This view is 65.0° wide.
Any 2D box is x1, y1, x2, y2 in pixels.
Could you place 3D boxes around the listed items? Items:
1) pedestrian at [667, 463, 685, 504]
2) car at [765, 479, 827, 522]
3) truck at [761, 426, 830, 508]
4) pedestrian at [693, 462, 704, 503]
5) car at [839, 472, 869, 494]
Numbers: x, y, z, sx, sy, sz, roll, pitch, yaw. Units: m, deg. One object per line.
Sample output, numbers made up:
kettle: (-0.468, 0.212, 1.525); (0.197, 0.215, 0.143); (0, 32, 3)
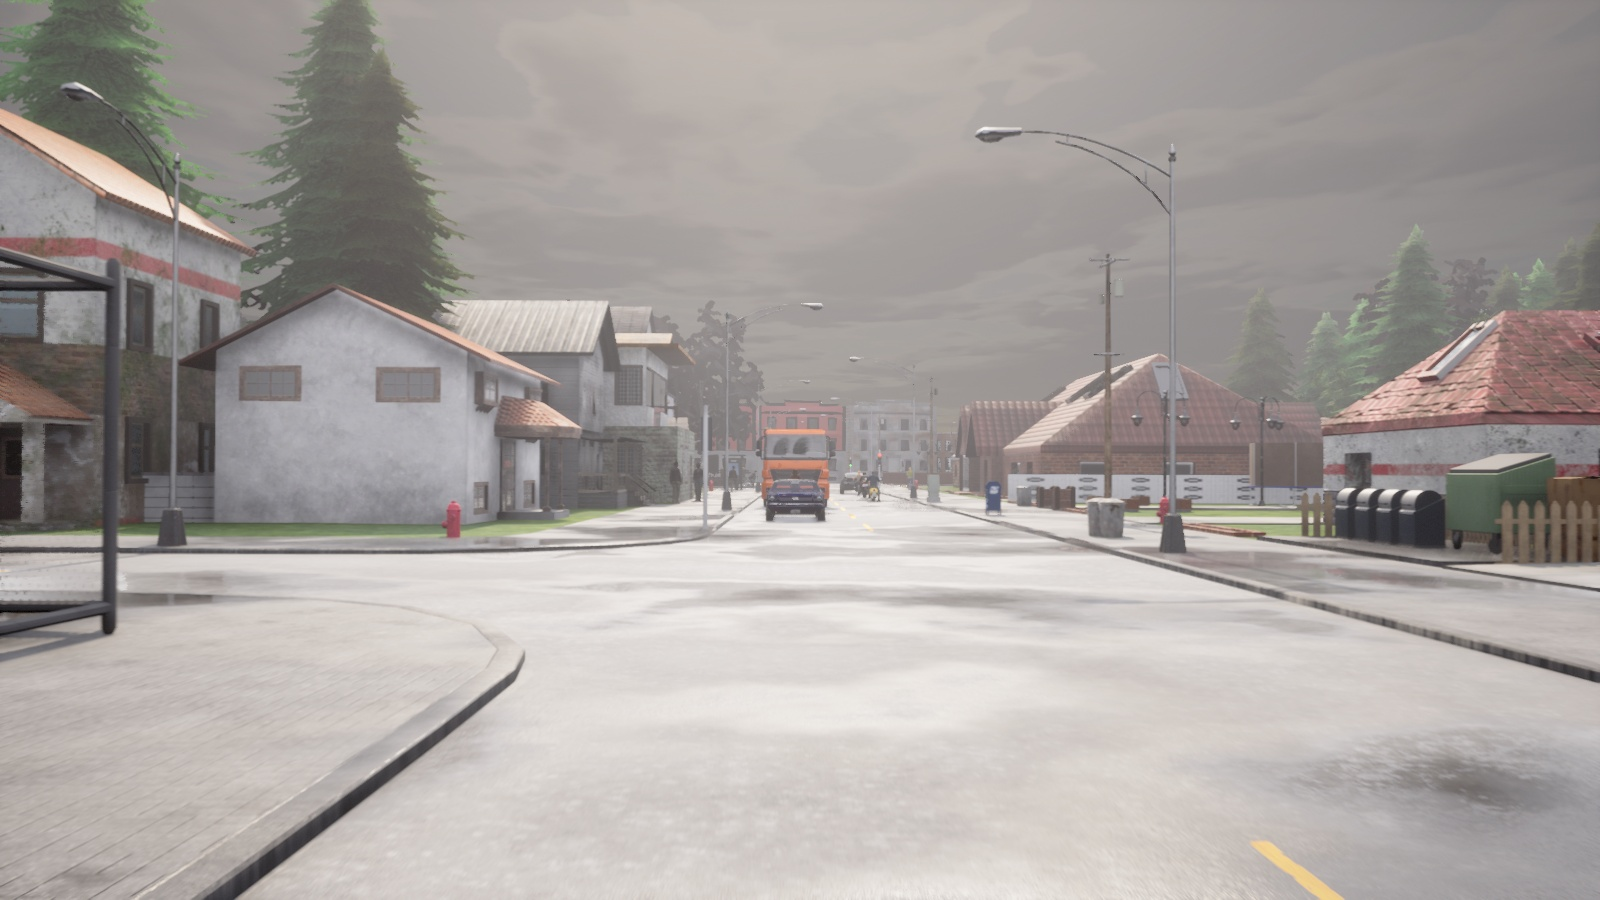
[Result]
pedestrian: (-5.485, 1.480, 55.765); (0.431, 1.840, 0.703); (-1, -1, 37)
car: (-0.144, 1.598, 40.735); (1.895, 1.301, 4.718); (0, -1, -1)
truck: (-0.196, 0.785, 56.866); (2.891, 3.462, 7.936); (0, -1, 0)
pedestrian: (-4.834, 1.545, 59.835); (0.402, 1.930, 0.666); (0, -1, 10)
car: (3.697, 2.252, 86.458); (1.837, 1.490, 4.892); (0, -1, 0)
